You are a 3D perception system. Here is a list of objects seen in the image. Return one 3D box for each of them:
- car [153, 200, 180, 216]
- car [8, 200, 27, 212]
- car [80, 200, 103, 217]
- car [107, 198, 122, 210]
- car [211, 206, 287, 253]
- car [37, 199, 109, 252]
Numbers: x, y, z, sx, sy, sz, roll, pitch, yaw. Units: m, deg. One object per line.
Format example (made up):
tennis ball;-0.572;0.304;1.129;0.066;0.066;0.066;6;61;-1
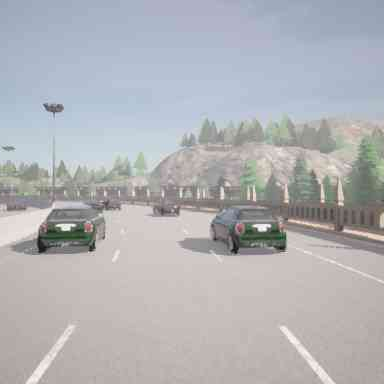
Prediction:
car;-2.573;1.519;32.961;2.128;1.511;4.902;0;0;-19
car;-21.634;1.683;41.161;1.994;1.385;4.181;0;0;-29
car;-9.984;1.555;32.894;1.837;1.490;4.892;0;-1;-21
car;-10.362;1.560;42.548;2.128;1.511;4.902;0;0;-25
car;2.184;1.353;13.991;2.097;1.767;4.553;0;0;-9
car;-4.942;1.363;14.221;2.097;1.767;4.553;0;0;-9
